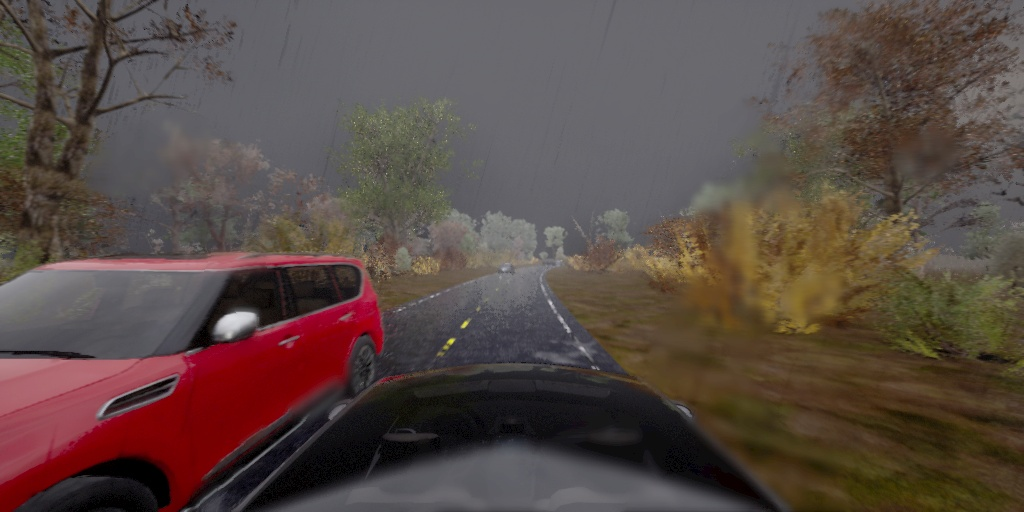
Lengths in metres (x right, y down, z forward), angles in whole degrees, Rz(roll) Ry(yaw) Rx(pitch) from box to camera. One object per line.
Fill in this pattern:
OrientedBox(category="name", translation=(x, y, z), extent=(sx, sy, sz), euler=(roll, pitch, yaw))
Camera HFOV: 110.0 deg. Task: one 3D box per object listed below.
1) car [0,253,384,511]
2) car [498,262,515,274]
OrientedBox(category="car", translation=(-3.081, 0.977, 3.404), extent=(2.150, 2.045, 5.566), euler=(0, 0, 0))
OrientedBox(category="car", translation=(-0.697, 1.596, 46.639), extent=(2.128, 1.511, 4.902), euler=(0, -1, 6))
